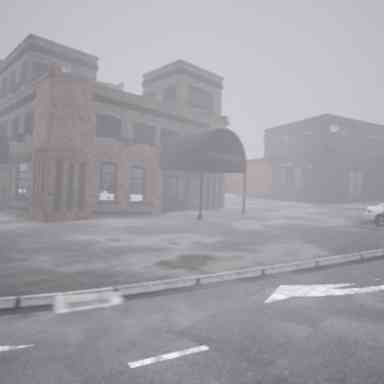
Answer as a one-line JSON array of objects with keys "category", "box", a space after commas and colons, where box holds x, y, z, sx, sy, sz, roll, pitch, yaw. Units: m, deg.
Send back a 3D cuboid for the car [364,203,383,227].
[{"category": "car", "box": [11.801, 1.132, 17.779, 4.674, 1.452, 2.002, -2, 0, 44]}]
